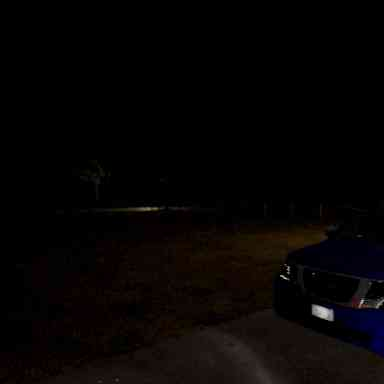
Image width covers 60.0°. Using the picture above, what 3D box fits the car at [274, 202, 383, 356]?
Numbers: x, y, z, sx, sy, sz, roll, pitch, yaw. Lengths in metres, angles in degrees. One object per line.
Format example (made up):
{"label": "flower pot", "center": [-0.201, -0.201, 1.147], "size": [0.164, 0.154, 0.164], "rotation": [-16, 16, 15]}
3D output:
{"label": "car", "center": [3.909, 1.198, 5.851], "size": [5.566, 2.045, 2.150], "rotation": [0, 0, -36]}
